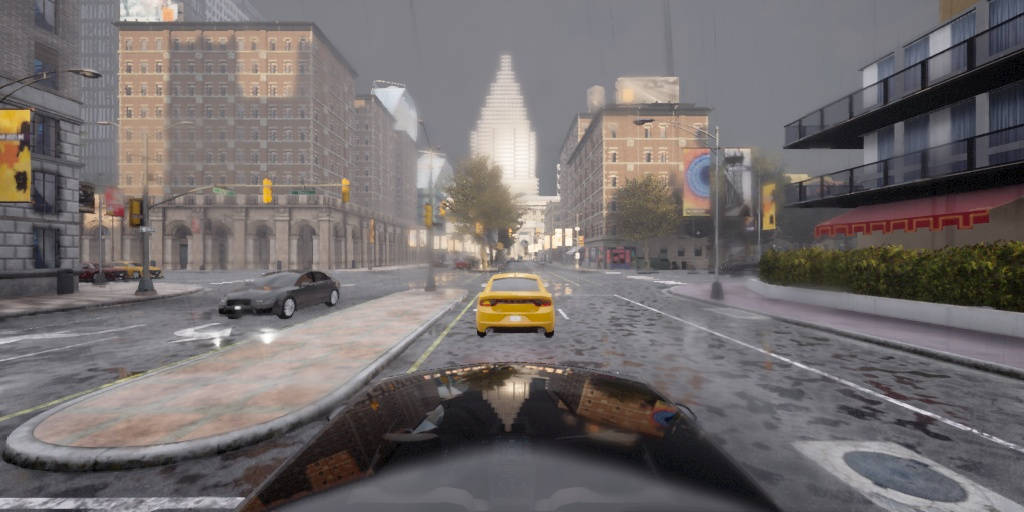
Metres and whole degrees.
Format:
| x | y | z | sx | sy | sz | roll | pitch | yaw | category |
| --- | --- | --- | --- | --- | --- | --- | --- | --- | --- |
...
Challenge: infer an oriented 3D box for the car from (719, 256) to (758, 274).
| x | y | z | sx | sy | sz | roll | pitch | yaw | category |
| --- | --- | --- | --- | --- | --- | --- | --- | --- | --- |
| 26.005 | 0.971 | 39.721 | 5.566 | 2.045 | 2.150 | 0 | 0 | 0 | car |

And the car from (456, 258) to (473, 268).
| x | y | z | sx | sy | sz | roll | pitch | yaw | category |
| --- | --- | --- | --- | --- | --- | --- | --- | --- | --- |
| -7.999 | 1.351 | 59.114 | 1.895 | 1.301 | 4.718 | 0 | 0 | 0 | car |

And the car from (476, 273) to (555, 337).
| x | y | z | sx | sy | sz | roll | pitch | yaw | category |
| --- | --- | --- | --- | --- | --- | --- | --- | --- | --- |
| 0.093 | 1.228 | 10.374 | 1.882 | 1.535 | 5.008 | 0 | 0 | 0 | car |

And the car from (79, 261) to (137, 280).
| x | y | z | sx | sy | sz | roll | pitch | yaw | category |
| --- | --- | --- | --- | --- | --- | --- | --- | --- | --- |
| -33.944 | 1.228 | 28.874 | 5.008 | 1.535 | 1.882 | 0 | 0 | 0 | car |

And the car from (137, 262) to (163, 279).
| x | y | z | sx | sy | sz | roll | pitch | yaw | category |
| --- | --- | --- | --- | --- | --- | --- | --- | --- | --- |
| -34.574 | 1.228 | 32.372 | 5.008 | 1.535 | 1.882 | 1 | 0 | 0 | car |

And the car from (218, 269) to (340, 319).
| x | y | z | sx | sy | sz | roll | pitch | yaw | category |
| --- | --- | --- | --- | --- | --- | --- | --- | --- | --- |
| -7.984 | 1.262 | 12.880 | 1.837 | 1.490 | 4.892 | 0 | 0 | 0 | car |
